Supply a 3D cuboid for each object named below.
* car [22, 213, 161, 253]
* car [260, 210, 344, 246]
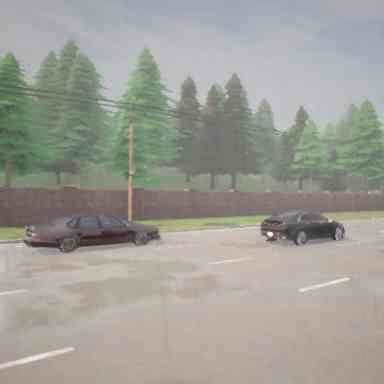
[{"bbox_3d":[-3.988,1.584,13.780,5.357,1.411,2.033,1,0,-35],"label":"car"},{"bbox_3d":[5.438,1.649,16.146,4.892,1.490,1.837,1,-1,-35],"label":"car"}]
